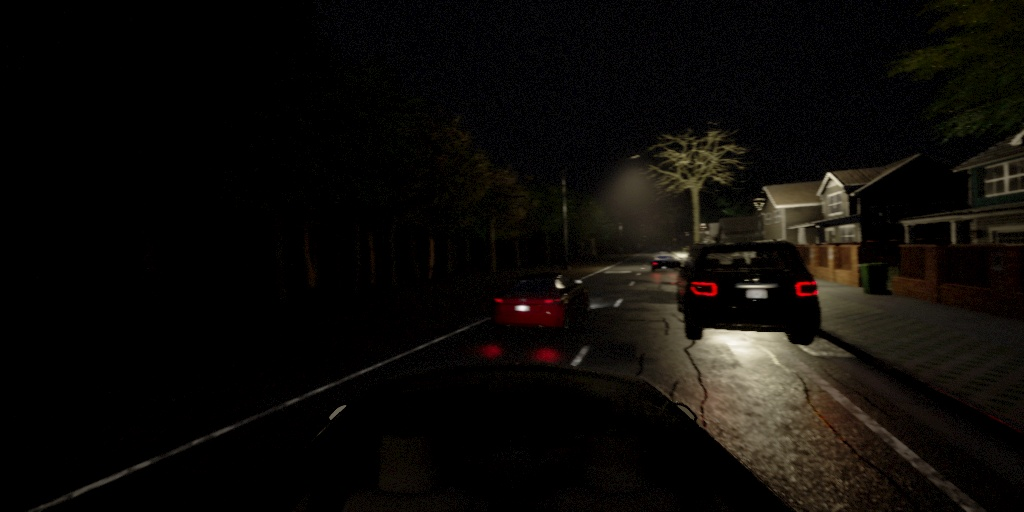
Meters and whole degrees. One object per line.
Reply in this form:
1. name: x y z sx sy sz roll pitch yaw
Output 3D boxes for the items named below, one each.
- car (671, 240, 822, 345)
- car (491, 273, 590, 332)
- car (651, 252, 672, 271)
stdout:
1. car: 5.249 0.682 8.693 2.150 2.045 5.566 -2 1 22
2. car: 1.003 1.178 10.486 1.994 1.385 4.181 -2 1 22
3. car: 12.591 0.543 29.765 1.895 1.301 4.718 -2 1 23
